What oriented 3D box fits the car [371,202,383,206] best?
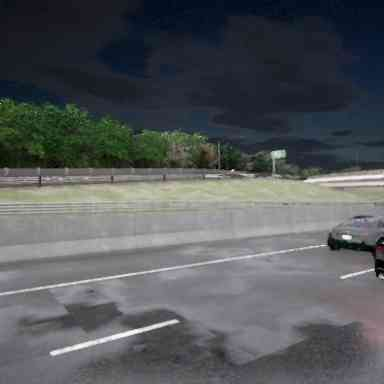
[{"bbox_3d":[28.177,2.180,48.993,5.357,1.411,2.033,1,-1,-32],"label":"car"}]

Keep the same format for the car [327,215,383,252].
[{"bbox_3d":[7.273,1.634,13.266,4.181,1.385,1.994,1,0,-35],"label":"car"}]

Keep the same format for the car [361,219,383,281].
[{"bbox_3d":[6.667,1.524,8.562,5.008,1.535,1.882,0,0,-35],"label":"car"}]
